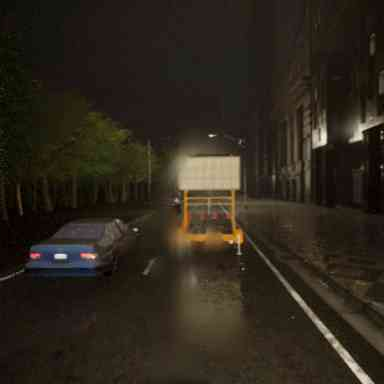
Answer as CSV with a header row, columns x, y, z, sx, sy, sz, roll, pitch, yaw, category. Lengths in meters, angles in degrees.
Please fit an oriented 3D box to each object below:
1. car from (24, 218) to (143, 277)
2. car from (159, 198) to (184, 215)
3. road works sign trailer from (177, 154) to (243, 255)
x,y,z,sx,sy,sz,roll,pitch,yaw,category
-2.855,1.483,10.027,2.033,1.411,5.357,0,0,3,car
-1.883,1.292,31.033,2.128,1.511,4.902,0,0,3,car
0.668,0.349,12.800,2.380,3.560,2.880,0,0,3,road works sign trailer
